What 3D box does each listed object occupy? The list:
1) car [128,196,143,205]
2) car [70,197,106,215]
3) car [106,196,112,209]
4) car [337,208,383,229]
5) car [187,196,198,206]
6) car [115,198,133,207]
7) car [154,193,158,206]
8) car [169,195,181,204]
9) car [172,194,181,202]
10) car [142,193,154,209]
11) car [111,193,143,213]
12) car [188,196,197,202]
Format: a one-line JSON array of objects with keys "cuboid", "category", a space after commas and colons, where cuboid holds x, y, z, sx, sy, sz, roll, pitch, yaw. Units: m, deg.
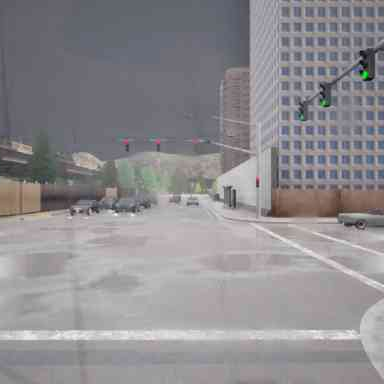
[{"cuboid": [-10.526, 1.478, 62.161, 1.882, 1.535, 5.008, 0, 0, 0], "category": "car"}, {"cuboid": [-10.585, 1.492, 33.251, 2.128, 1.511, 4.902, 0, 0, 1], "category": "car"}, {"cuboid": [-10.569, 1.352, 42.148, 2.097, 1.767, 4.553, 0, 0, 0], "category": "car"}, {"cuboid": [11.865, 1.656, 21.187, 4.718, 1.301, 1.895, 0, 0, 0], "category": "car"}, {"cuboid": [0.130, 1.601, 56.495, 1.895, 1.301, 4.718, 0, 0, 0], "category": "car"}, {"cuboid": [-10.560, 1.601, 51.942, 1.895, 1.301, 4.718, 0, 0, 0], "category": "car"}, {"cuboid": [-7.034, 1.221, 56.963, 2.150, 2.045, 5.566, 0, 0, 0], "category": "car"}, {"cuboid": [-3.466, 1.601, 64.288, 1.895, 1.301, 4.718, 0, 0, 0], "category": "car"}, {"cuboid": [-3.461, 1.305, 74.481, 1.882, 1.535, 5.008, 0, 0, 0], "category": "car"}, {"cuboid": [-7.059, 1.221, 46.233, 2.150, 2.045, 5.566, 0, 0, 0], "category": "car"}, {"cuboid": [-7.068, 1.352, 36.797, 2.097, 1.767, 4.553, 0, 0, 0], "category": "car"}, {"cuboid": [0.041, 1.595, 74.858, 1.895, 1.301, 4.718, 0, 0, 0], "category": "car"}]
